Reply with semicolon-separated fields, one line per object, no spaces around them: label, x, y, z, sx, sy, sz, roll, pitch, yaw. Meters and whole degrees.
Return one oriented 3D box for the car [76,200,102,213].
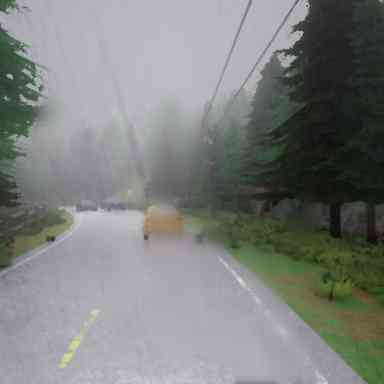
car;-12.122;1.586;38.165;2.033;1.411;5.357;0;0;-26

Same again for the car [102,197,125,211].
car;-9.782;1.373;40.527;2.097;1.767;4.553;0;0;-28

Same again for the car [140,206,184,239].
car;-1.640;1.469;17.395;1.882;1.535;5.008;0;0;-10
